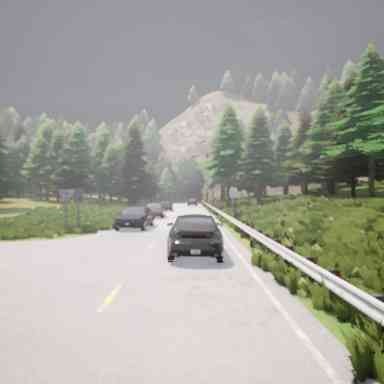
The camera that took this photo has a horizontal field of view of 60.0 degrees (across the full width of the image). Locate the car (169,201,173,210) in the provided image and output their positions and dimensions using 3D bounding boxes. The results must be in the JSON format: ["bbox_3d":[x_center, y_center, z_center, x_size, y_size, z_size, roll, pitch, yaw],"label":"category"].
[{"bbox_3d":[-3.595,1.897,44.727,1.994,1.385,4.181,0,0,0],"label":"car"}]

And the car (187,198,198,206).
[{"bbox_3d":[0.090,2.021,66.351,1.812,1.442,4.674,0,-1,0],"label":"car"}]

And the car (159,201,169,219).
[{"bbox_3d":[-3.595,1.767,32.362,1.812,1.442,4.674,0,0,0],"label":"car"}]

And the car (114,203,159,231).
[{"bbox_3d":[-3.711,1.643,22.119,1.882,1.535,5.008,0,0,3],"label":"car"}]

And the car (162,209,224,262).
[{"bbox_3d":[0.110,1.582,12.416,1.837,1.490,4.892,1,-1,0],"label":"car"}]
